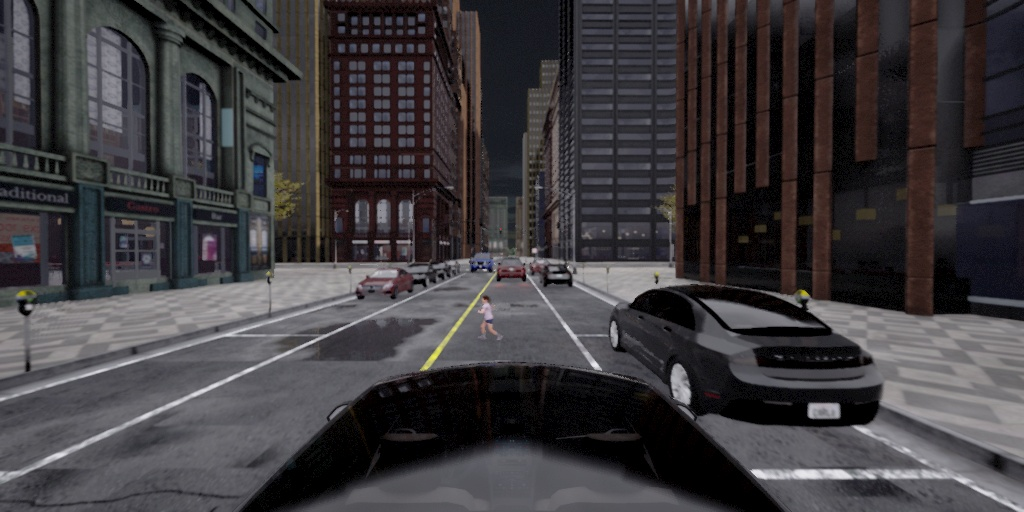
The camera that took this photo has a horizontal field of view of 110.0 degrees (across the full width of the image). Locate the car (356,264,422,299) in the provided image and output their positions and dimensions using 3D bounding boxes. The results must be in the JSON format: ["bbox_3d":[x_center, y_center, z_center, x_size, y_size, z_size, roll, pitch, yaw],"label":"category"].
[{"bbox_3d":[-5.807,1.211,16.895,1.802,1.307,4.207,0,0,0],"label":"car"}]

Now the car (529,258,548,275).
[{"bbox_3d":[2.666,0.939,33.831,1.967,1.591,4.097,0,0,0],"label":"car"}]

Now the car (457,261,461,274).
[{"bbox_3d":[-5.859,1.050,33.804,2.007,1.370,4.403,0,0,0],"label":"car"}]

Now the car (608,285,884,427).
[{"bbox_3d":[2.989,1.222,5.865,1.837,1.490,4.892,0,0,0],"label":"car"}]

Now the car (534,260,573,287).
[{"bbox_3d":[2.700,1.151,22.560,1.948,1.339,4.313,0,0,0],"label":"car"}]

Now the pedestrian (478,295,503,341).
[{"bbox_3d":[-0.535,1.372,8.180,0.500,1.100,0.500,0,1,-10],"label":"pedestrian"}]

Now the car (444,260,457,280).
[{"bbox_3d":[-5.842,1.108,28.167,1.948,1.339,4.313,0,0,0],"label":"car"}]

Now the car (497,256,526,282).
[{"bbox_3d":[-0.018,0.905,26.806,2.097,1.767,4.553,0,0,1],"label":"car"}]

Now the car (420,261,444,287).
[{"bbox_3d":[-5.825,1.151,22.531,1.948,1.339,4.313,0,0,0],"label":"car"}]

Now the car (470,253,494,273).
[{"bbox_3d":[-3.131,0.691,38.463,2.150,2.045,5.566,0,0,0],"label":"car"}]
